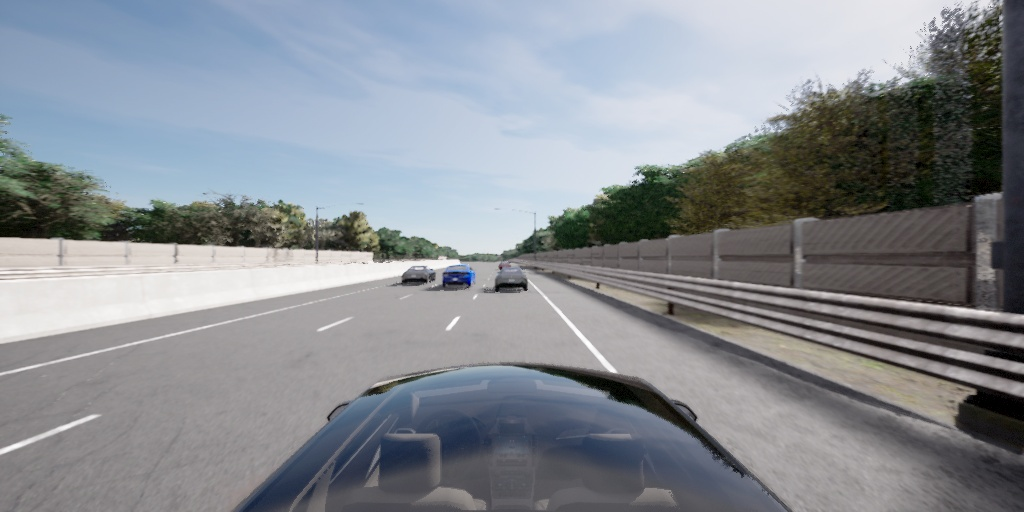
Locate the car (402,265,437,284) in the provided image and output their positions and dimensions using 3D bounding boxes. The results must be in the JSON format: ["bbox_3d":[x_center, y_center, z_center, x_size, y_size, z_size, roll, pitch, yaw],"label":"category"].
[{"bbox_3d":[-7.154,1.420,27.956,1.994,1.385,4.181,0,0,-1],"label":"car"}]

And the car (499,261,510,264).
[{"bbox_3d":[-1.217,1.575,59.980,1.994,1.385,4.181,0,0,-2],"label":"car"}]

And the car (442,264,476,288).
[{"bbox_3d":[-3.585,1.313,24.798,1.882,1.535,5.008,0,0,-1],"label":"car"}]

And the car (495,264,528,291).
[{"bbox_3d":[-0.062,1.385,22.858,1.994,1.385,4.181,0,0,-1],"label":"car"}]
